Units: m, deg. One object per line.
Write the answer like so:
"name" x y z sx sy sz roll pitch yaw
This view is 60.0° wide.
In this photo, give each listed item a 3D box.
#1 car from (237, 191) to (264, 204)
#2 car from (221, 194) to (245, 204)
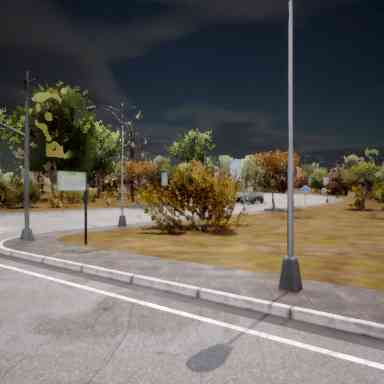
"car" 10.099 0.925 55.606 2.150 2.045 5.566 0 1 37
"car" 7.098 1.205 57.454 1.882 1.535 5.008 0 1 37
